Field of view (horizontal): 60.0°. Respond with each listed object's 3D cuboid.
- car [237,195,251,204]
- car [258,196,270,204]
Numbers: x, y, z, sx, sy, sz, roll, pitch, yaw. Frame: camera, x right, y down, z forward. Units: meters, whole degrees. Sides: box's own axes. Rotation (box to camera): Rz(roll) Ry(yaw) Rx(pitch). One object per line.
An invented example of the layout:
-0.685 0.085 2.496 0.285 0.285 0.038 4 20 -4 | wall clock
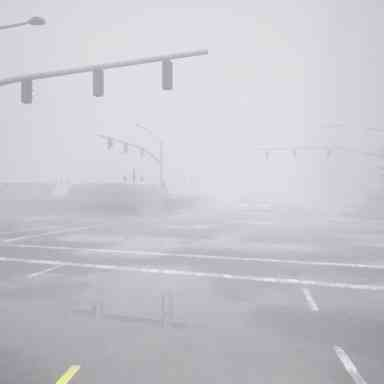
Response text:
10.034 1.490 62.648 2.128 1.511 4.902 0 0 17 | car
13.424 1.491 61.776 2.128 1.511 4.902 0 0 17 | car
